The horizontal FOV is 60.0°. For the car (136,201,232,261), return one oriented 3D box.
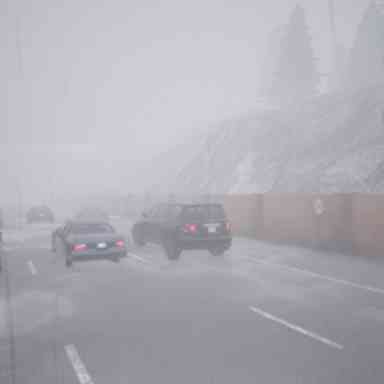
[{"bbox_3d":[-0.616,1.387,13.469,2.150,2.045,5.566,1,-1,-29],"label":"car"}]

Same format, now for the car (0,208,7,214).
[{"bbox_3d":[-14.214,1.767,23.422,2.033,1.411,5.357,1,-1,-29],"label":"car"}]

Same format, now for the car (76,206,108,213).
[{"bbox_3d":[-8.099,1.842,26.828,2.033,1.411,5.357,1,-1,-29],"label":"car"}]

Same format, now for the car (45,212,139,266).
[{"bbox_3d":[-3.945,1.682,12.252,2.033,1.411,5.357,1,-1,-29],"label":"car"}]

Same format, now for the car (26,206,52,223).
[{"bbox_3d":[-13.254,1.857,28.945,1.994,1.385,4.181,1,-1,-29],"label":"car"}]

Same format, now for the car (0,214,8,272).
[{"bbox_3d":[-6.971,1.643,10.492,2.033,1.411,5.357,1,-1,-29],"label":"car"}]
